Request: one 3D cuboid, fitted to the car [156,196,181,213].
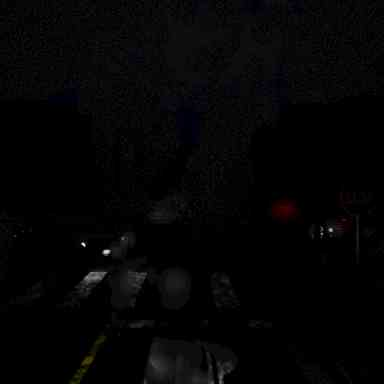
[{"bbox_3d":[-2.672,1.508,36.047,2.033,1.411,5.357,0,0,2],"label":"car"}]

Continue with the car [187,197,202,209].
[{"bbox_3d":[0.304,1.438,45.144,2.128,1.511,4.902,0,0,0],"label":"car"}]

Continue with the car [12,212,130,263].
[{"bbox_3d":[-4.451,1.405,11.599,5.357,1.411,2.033,-1,0,42],"label":"car"}]

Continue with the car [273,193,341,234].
[{"bbox_3d":[7.079,1.066,17.370,5.566,2.045,2.150,-1,-1,-1],"label":"car"}]

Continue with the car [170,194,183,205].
[{"bbox_3d":[-2.636,1.423,46.056,1.882,1.535,5.008,0,0,0],"label":"car"}]

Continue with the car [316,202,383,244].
[{"bbox_3d":[8.047,1.259,13.836,4.892,1.490,1.837,-1,-3,-7],"label":"car"}]

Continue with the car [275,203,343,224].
[{"bbox_3d":[8.393,1.538,24.142,4.181,1.385,1.994,-1,-1,0],"label":"car"}]
